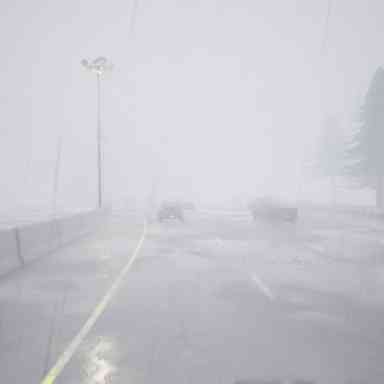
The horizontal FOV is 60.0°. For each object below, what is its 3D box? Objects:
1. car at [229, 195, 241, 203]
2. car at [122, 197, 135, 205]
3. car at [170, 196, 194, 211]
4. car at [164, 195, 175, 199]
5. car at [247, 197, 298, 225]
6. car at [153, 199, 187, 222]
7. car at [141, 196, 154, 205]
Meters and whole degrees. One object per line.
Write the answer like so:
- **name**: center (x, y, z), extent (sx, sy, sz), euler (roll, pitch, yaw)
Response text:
- **car**: center (8.281, 1.372, 64.309), extent (2.128, 1.511, 4.902), euler (-1, 0, 1)
- **car**: center (-12.170, 1.651, 63.738), extent (2.128, 1.511, 4.902), euler (-1, 0, -23)
- **car**: center (-1.042, 1.536, 40.437), extent (1.812, 1.442, 4.674), euler (-1, 0, -14)
- **car**: center (-4.055, 1.401, 62.417), extent (2.097, 1.767, 4.553), euler (-1, 0, -21)
- **car**: center (5.757, 1.397, 23.717), extent (1.882, 1.535, 5.008), euler (0, 0, -8)
- **car**: center (-1.822, 1.527, 26.385), extent (1.837, 1.490, 4.892), euler (0, 0, -9)
- **car**: center (-8.528, 1.587, 64.107), extent (1.882, 1.535, 5.008), euler (0, 0, -22)
